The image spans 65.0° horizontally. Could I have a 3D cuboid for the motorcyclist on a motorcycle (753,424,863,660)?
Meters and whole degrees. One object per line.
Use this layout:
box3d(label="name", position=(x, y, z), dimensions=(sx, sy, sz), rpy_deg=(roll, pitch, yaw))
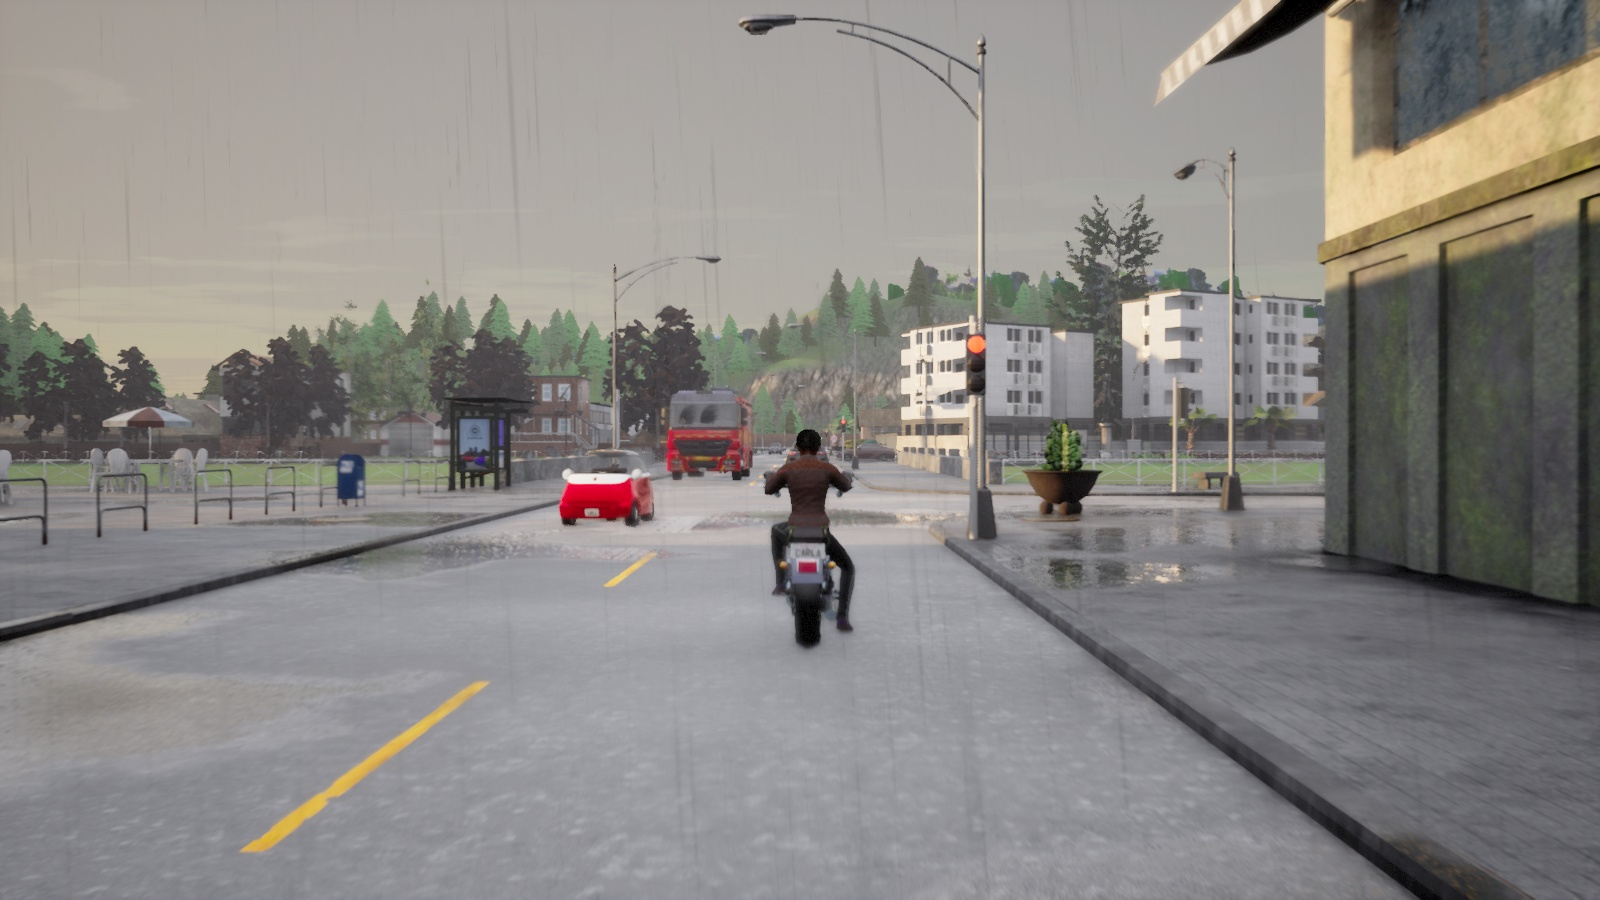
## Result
box3d(label="motorcyclist on a motorcycle", position=(0.068, 0.641, 9.979), dimensions=(0.766, 1.649, 2.350), rpy_deg=(0, 0, 1))

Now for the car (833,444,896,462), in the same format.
box3d(label="car", position=(5.022, 0.222, 98.292), dimensions=(4.674, 1.442, 1.812), rpy_deg=(0, 0, -6))

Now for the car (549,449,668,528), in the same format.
box3d(label="car", position=(-3.451, 0.669, 22.933), dimensions=(1.481, 1.376, 2.207), rpy_deg=(0, 0, 11))

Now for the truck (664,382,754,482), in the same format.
box3d(label="truck", position=(-3.648, -0.717, 52.443), dimensions=(2.891, 3.827, 8.468), rpy_deg=(0, 0, 2))

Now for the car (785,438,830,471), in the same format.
box3d(label="car", position=(0.386, 0.223, 65.243), dimensions=(2.242, 1.667, 4.611), rpy_deg=(0, 0, 0))
